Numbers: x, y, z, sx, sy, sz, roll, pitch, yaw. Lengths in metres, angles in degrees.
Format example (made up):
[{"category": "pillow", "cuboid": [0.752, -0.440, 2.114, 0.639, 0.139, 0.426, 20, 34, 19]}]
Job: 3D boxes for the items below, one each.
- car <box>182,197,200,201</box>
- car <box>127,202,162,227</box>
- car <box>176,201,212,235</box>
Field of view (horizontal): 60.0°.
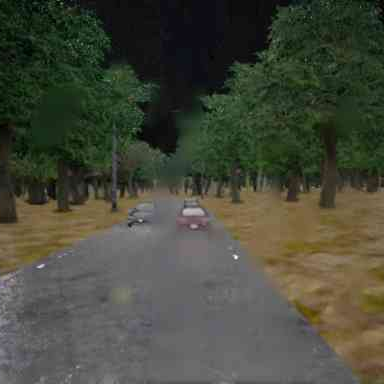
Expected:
[{"category": "car", "cuboid": [-0.076, 1.343, 37.446, 2.128, 1.511, 4.902, 0, 0, -1]}, {"category": "car", "cuboid": [-3.028, 1.425, 21.938, 1.837, 1.490, 4.892, 0, 0, 0]}, {"category": "car", "cuboid": [0.096, 1.461, 18.227, 1.812, 1.442, 4.674, 0, 0, 0]}]
